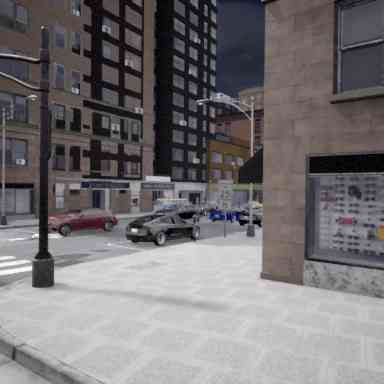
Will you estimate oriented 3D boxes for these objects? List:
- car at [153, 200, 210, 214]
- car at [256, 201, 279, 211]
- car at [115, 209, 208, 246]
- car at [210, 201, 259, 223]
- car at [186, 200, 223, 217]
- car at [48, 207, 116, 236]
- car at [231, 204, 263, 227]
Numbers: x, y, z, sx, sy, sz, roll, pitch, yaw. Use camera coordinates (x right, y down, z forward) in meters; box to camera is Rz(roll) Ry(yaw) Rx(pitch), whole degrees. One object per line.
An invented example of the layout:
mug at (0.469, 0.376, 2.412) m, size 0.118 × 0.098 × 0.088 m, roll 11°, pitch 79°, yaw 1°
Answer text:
car at (-1.015, 1.672, 27.066) m, size 2.128 × 1.511 × 4.902 m, roll 1°, pitch 0°, yaw 36°
car at (11.011, 1.930, 48.180) m, size 1.802 × 1.307 × 4.206 m, roll 0°, pitch 0°, yaw 36°
car at (-1.338, 1.764, 16.433) m, size 1.947 × 1.339 × 4.313 m, roll 0°, pitch 0°, yaw 36°
car at (3.393, 1.729, 27.722) m, size 1.882 × 1.535 × 5.008 m, roll 1°, pitch 0°, yaw 36°
car at (1.379, 1.644, 34.797) m, size 1.967 × 1.590 × 4.097 m, roll 0°, pitch 0°, yaw 36°
car at (-6.479, 1.633, 19.474) m, size 1.812 × 1.442 × 4.674 m, roll 1°, pitch 0°, yaw 37°
car at (5.085, 1.850, 25.355) m, size 1.947 × 1.339 × 4.313 m, roll 0°, pitch 0°, yaw 36°
